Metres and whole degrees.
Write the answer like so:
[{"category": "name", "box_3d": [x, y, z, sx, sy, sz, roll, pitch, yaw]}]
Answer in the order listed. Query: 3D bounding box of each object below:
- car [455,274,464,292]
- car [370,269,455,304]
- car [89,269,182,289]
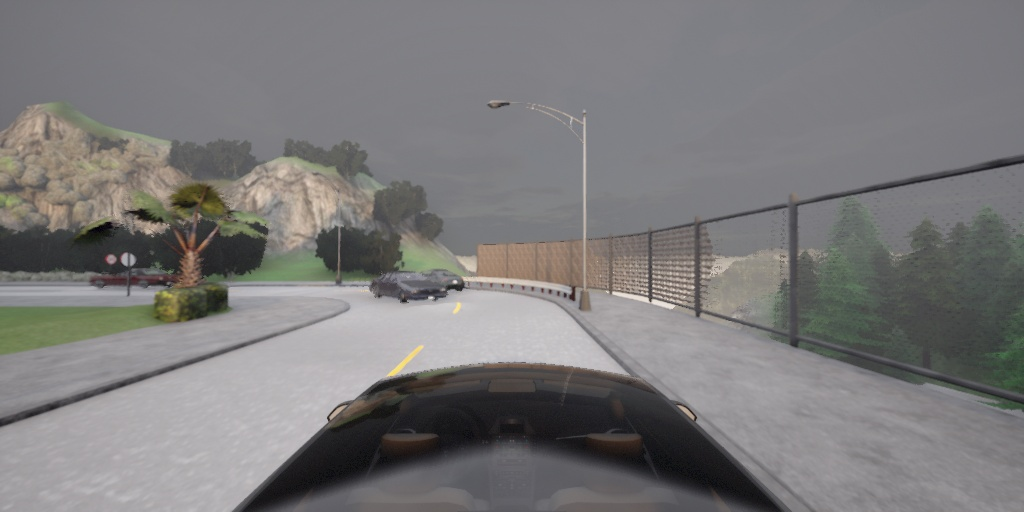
[{"category": "car", "box_3d": [-4.923, 1.501, 22.335, 4.181, 1.385, 1.994, 0, -1, 39]}, {"category": "car", "box_3d": [-5.241, 1.442, 17.596, 2.033, 1.411, 5.357, 1, -1, -41]}, {"category": "car", "box_3d": [-25.686, 1.556, 24.508, 4.718, 1.301, 1.895, 0, -1, 0]}]
